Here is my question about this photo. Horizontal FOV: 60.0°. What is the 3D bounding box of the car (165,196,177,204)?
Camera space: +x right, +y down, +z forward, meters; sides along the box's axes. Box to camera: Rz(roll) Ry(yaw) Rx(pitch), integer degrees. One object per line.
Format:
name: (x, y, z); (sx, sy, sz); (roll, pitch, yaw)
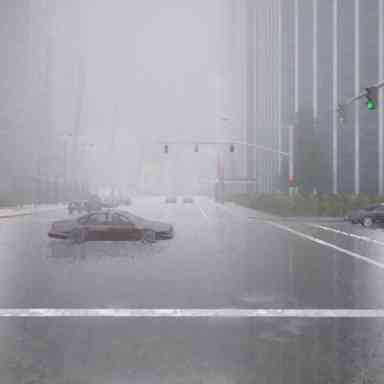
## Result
car: (-4.142, 1.601, 64.957); (1.895, 1.301, 4.718); (0, 0, 0)

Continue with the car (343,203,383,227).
car: (12.633, 1.505, 22.033); (4.892, 1.490, 1.837); (0, 0, 0)

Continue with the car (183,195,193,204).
car: (-0.745, 1.526, 65.296); (1.812, 1.442, 4.674); (0, 0, 0)

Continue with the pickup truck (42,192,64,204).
pickup truck: (-24.323, 1.059, 59.995); (2.390, 2.098, 6.274); (0, 0, 30)

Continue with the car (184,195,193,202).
car: (-0.830, 1.387, 75.547); (1.882, 1.535, 5.008); (0, 0, 0)

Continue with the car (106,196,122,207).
car: (-11.170, 1.564, 44.372); (1.994, 1.385, 4.181); (0, 0, -1)

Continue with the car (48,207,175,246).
car: (-3.474, 1.547, 14.802); (5.357, 1.411, 2.033); (0, 0, 0)

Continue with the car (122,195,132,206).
car: (-11.244, 1.352, 54.579); (2.097, 1.767, 4.553); (0, 0, -1)

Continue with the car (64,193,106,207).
car: (-11.086, 1.221, 34.843); (2.150, 2.045, 5.566); (0, 0, -1)

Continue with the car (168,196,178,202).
car: (-4.326, 1.540, 75.217); (2.033, 1.411, 5.357); (0, 0, 0)
